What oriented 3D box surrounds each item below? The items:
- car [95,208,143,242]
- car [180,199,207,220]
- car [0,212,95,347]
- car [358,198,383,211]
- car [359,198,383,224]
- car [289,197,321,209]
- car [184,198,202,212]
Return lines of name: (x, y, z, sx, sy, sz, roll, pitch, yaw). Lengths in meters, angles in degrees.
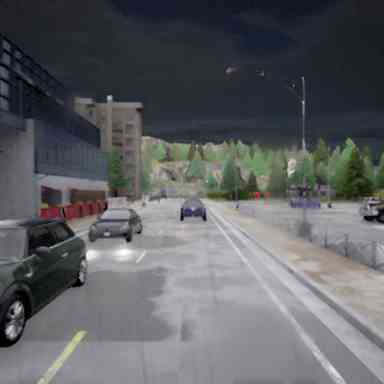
car: (-3.580, 1.517, 16.386, 1.812, 1.442, 4.674, 0, 0, 0)
car: (0.098, 1.338, 27.655, 2.097, 1.767, 4.553, 0, 0, 0)
car: (-3.596, 1.349, 6.264, 2.097, 1.767, 4.553, 0, 0, 0)
car: (21.302, 1.380, 37.781, 3.806, 1.475, 1.970, 0, 0, 0)
car: (13.748, 1.101, 22.176, 4.605, 1.855, 1.932, 0, 0, 0)
car: (13.881, 1.368, 40.760, 3.633, 1.501, 1.845, 0, 0, 0)
car: (0.086, 1.527, 40.431, 2.033, 1.411, 5.357, 0, 0, 0)
